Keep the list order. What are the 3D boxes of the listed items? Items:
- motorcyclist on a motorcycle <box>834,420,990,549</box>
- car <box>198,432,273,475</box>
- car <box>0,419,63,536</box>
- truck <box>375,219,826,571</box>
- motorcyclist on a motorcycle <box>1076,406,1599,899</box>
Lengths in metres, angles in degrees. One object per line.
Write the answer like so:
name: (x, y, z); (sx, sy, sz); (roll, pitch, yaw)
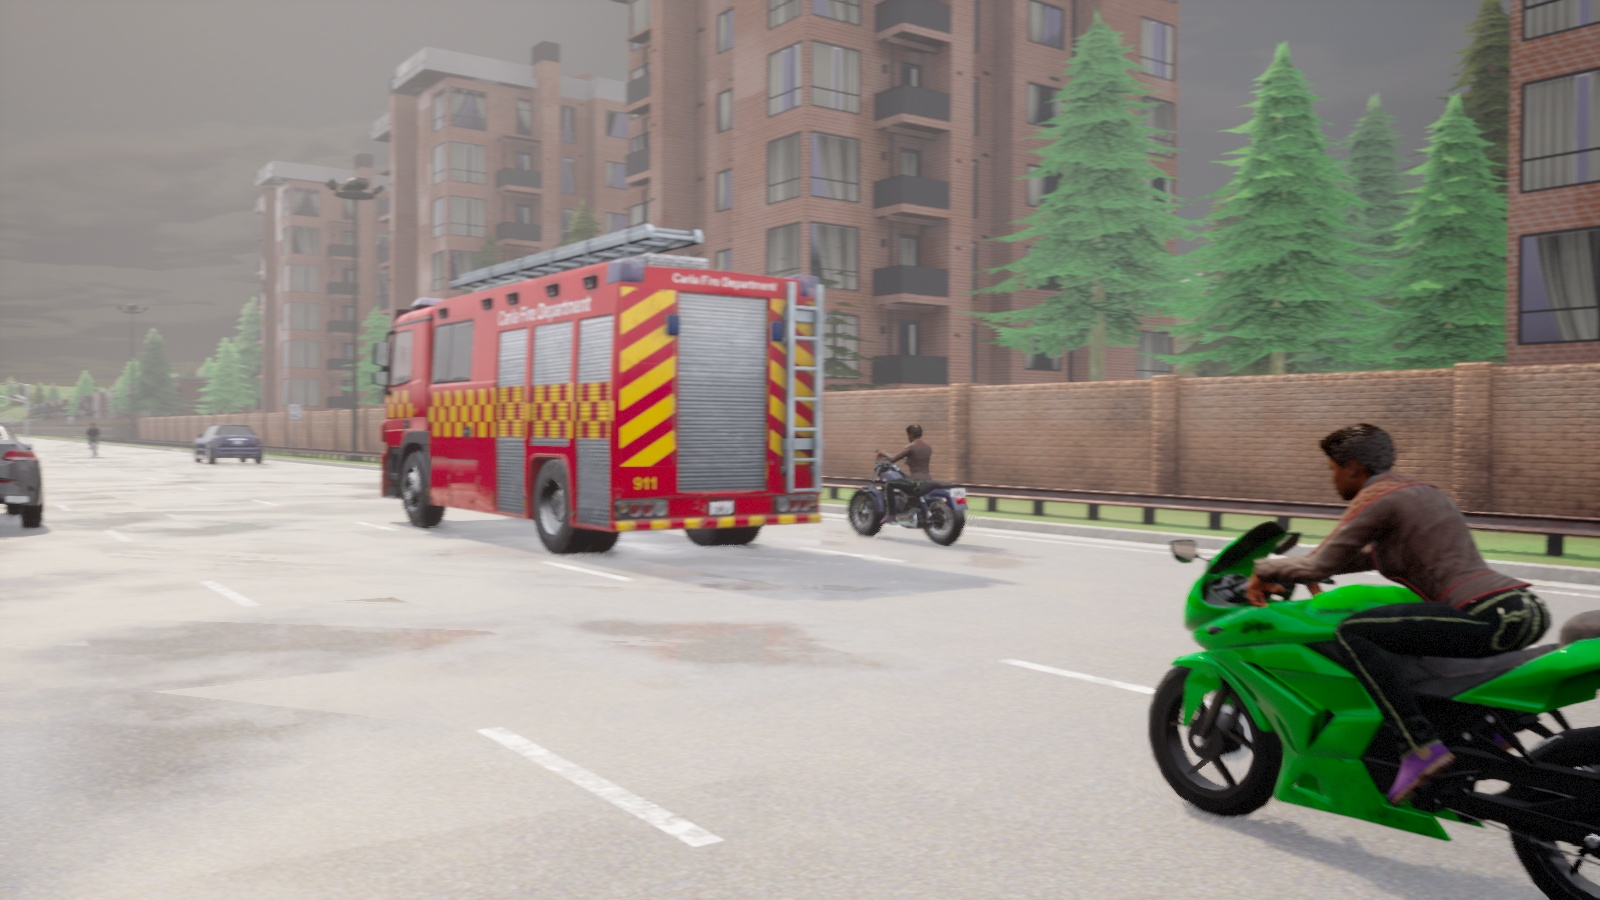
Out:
motorcyclist on a motorcycle: (1.492, 0.430, 17.237); (0.766, 1.649, 2.350); (-1, 1, -35)
car: (-24.202, 0.128, 53.779); (2.097, 1.767, 4.553); (-1, 1, -35)
car: (-13.008, 0.388, 19.602); (2.152, 1.651, 5.027); (-1, 1, -35)
truck: (-3.321, -0.641, 17.965); (2.891, 3.827, 8.468); (-1, 1, -35)
motorcyclist on a motorcycle: (2.005, 0.631, 4.340); (0.797, 1.523, 2.044); (-1, 1, -35)
